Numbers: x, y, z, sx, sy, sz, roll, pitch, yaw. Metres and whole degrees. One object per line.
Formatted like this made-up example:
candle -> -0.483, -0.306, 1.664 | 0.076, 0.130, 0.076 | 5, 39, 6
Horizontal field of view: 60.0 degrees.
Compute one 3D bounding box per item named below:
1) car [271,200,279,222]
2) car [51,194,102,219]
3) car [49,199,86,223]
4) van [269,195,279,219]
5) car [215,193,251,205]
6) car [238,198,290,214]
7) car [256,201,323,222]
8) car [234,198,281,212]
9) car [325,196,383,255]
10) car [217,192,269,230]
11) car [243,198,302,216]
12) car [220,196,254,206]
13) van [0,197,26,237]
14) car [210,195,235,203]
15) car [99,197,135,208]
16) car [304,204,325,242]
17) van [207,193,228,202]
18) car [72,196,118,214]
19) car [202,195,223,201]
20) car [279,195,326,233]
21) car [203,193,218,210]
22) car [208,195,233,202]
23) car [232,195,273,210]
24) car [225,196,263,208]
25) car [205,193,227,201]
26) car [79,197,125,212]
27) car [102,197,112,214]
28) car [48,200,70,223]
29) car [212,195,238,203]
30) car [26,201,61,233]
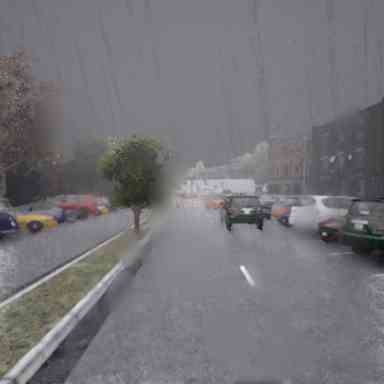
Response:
car -> 7.732, 1.461, 20.404 | 5.008, 1.535, 2.097 | 1, 0, -20
car -> -10.514, 1.229, 27.117 | 5.566, 2.045, 2.435 | -1, 0, -20
car -> -10.450, 1.512, 24.169 | 4.792, 1.488, 2.163 | -1, 0, -20
van -> 7.620, 1.230, 23.368 | 4.442, 1.987, 1.878 | 1, 0, -20
car -> 7.024, 1.163, 56.584 | 5.566, 2.045, 2.435 | 1, 0, -23
car -> 7.670, 1.444, 35.463 | 5.008, 1.535, 2.097 | 1, 0, -21
car -> 7.744, 1.484, 26.437 | 4.792, 1.488, 2.163 | 1, 0, -20
car -> 7.609, 1.441, 38.482 | 4.892, 1.521, 2.231 | 1, 0, -21
car -> 7.768, 1.219, 11.404 | 5.566, 2.045, 2.435 | 1, 0, -20
car -> 3.063, 1.201, 21.152 | 2.150, 2.045, 5.566 | 0, 0, 0
car -> 7.860, 1.447, 32.521 | 5.366, 1.575, 1.946 | 1, 0, -21
car -> 7.192, 1.419, 53.580 | 5.008, 1.535, 2.097 | 1, 0, -23
van -> -10.351, 1.263, 15.271 | 4.442, 1.987, 1.878 | -1, 0, -20
car -> 6.296, 1.439, 68.664 | 4.674, 1.452, 2.002 | 1, 0, -24
car -> -10.831, 1.494, 47.907 | 4.792, 1.488, 2.163 | -1, 0, -22
car -> 7.740, 1.467, 14.394 | 5.008, 1.535, 2.097 | 1, 0, -20
van -> 5.721, 1.165, 74.632 | 4.442, 1.987, 1.878 | 1, 0, -25
car -> -10.537, 1.347, 36.049 | 4.553, 1.767, 2.185 | -1, 0, -21
car -> 5.154, 1.416, 83.679 | 4.792, 1.488, 2.163 | 1, 0, -26
car -> 7.761, 1.213, 17.412 | 5.566, 2.045, 2.435 | 1, 0, -20
car -> 2.879, 1.308, 41.430 | 2.097, 1.767, 4.553 | 0, 0, -1
car -> 6.078, 1.397, 71.674 | 4.892, 1.521, 2.231 | 1, 0, -25
car -> 7.544, 1.310, 41.501 | 4.553, 1.767, 2.185 | 1, 0, -22
car -> 7.407, 1.427, 47.547 | 5.008, 1.535, 2.097 | 1, 0, -22
car -> 5.586, 1.263, 77.705 | 4.553, 1.767, 2.185 | 1, 0, -25
car -> -10.606, 1.471, 39.004 | 5.008, 1.535, 2.097 | -1, 0, -21
car -> -10.330, 1.472, 30.171 | 5.366, 1.575, 1.946 | -1, 0, -20
car -> -10.495, 1.515, 21.166 | 4.792, 1.488, 2.163 | -1, 0, -20
car -> 6.516, 1.443, 65.647 | 4.674, 1.452, 2.002 | 1, 0, -24
car -> -10.287, 1.483, 18.269 | 5.366, 1.575, 1.946 | -1, 0, -20
